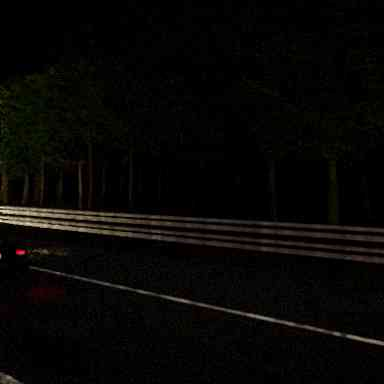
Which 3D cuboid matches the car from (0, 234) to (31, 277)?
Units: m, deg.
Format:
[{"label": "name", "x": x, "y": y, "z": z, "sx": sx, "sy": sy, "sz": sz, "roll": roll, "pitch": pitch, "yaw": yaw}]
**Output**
[{"label": "car", "x": -6.483, "y": 1.487, "z": 8.807, "sx": 5.357, "sy": 1.411, "sz": 2.033, "roll": 0, "pitch": 0, "yaw": 34}]
